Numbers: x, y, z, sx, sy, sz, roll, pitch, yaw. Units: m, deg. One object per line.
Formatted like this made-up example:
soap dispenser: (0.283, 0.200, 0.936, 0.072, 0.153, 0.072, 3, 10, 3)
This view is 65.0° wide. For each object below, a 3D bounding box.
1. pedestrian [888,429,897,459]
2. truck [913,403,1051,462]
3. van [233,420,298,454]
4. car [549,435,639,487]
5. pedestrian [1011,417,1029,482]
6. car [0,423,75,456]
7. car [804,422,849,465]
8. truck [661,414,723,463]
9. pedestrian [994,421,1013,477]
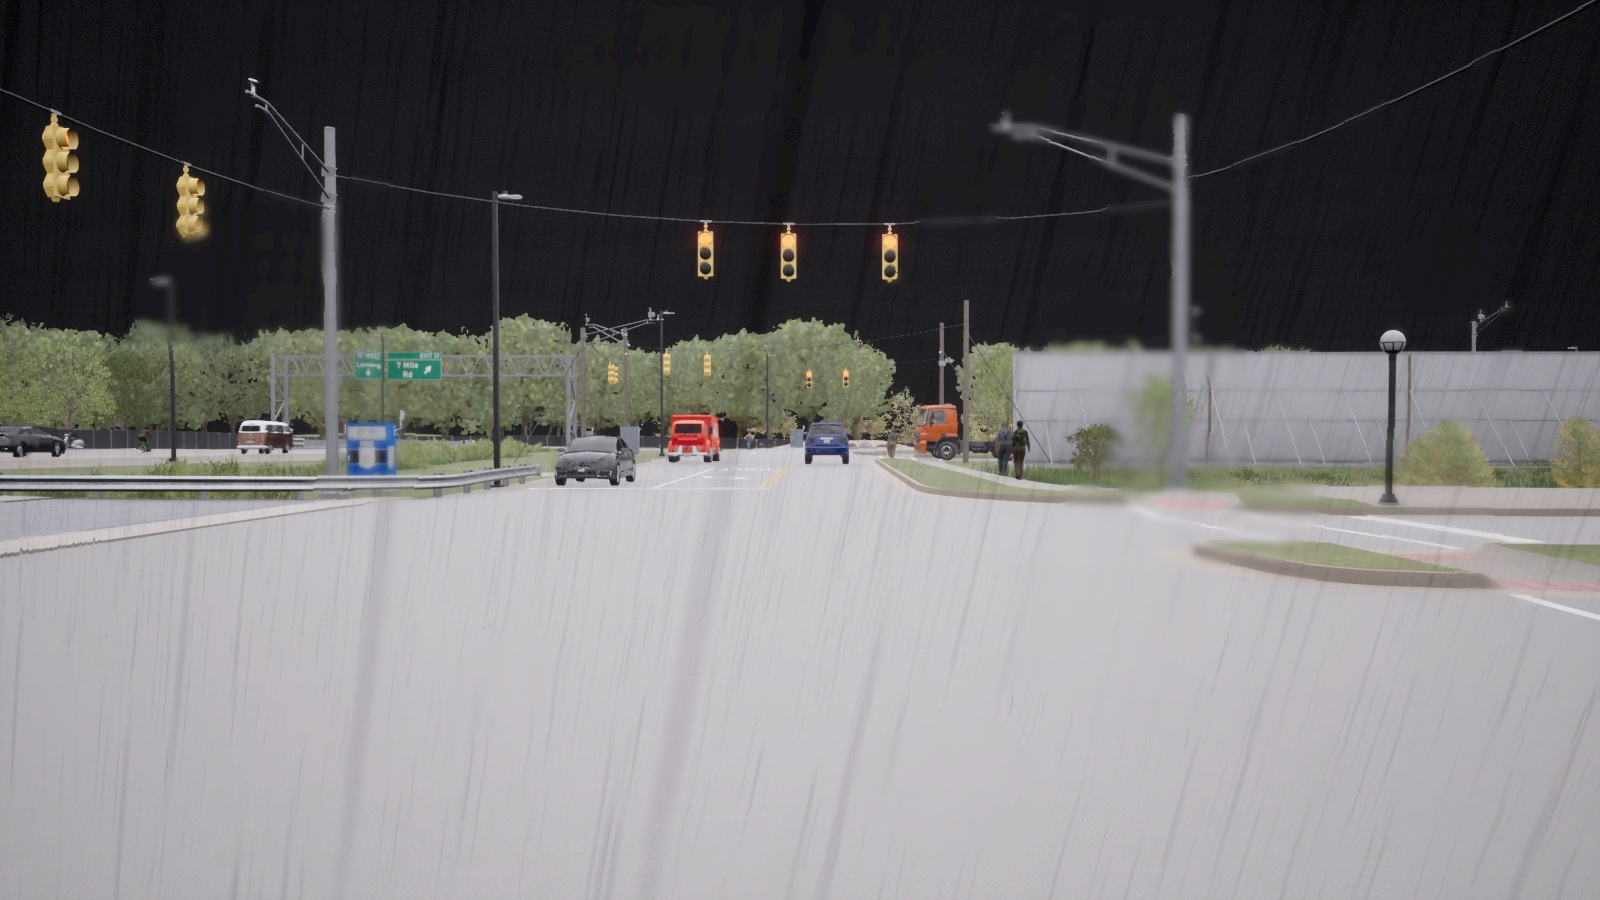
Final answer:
pedestrian: (5.610, -0.370, 76.108, 0.540, 1.848, 0.694, 0, 2, 1)
truck: (11.122, -1.089, 77.374, 7.936, 3.462, 2.891, 1, 2, -4)
van: (-33.069, -0.819, 77.870, 2.069, 2.038, 4.480, 0, 0, 1)
car: (-6.251, 0.292, 38.694, 1.837, 1.490, 4.892, 0, 1, 2)
pedestrian: (6.632, -0.014, 37.875, 0.395, 1.930, 0.692, 0, 2, 1)
car: (-36.924, -0.482, 59.633, 2.128, 1.511, 4.902, 0, 0, 1)
car: (1.360, -0.350, 62.966, 2.150, 2.045, 5.566, 0, 1, 2)
truck: (-5.574, -0.600, 65.411, 2.627, 2.467, 5.204, 0, 1, 2)
pedestrian: (6.797, -0.033, 42.017, 0.540, 1.848, 0.694, 0, 2, 1)
